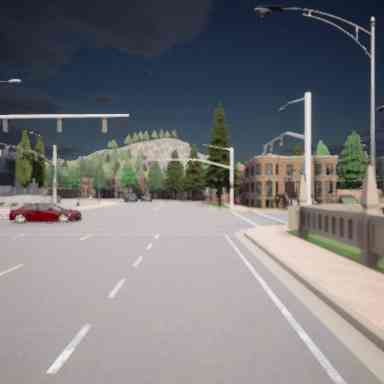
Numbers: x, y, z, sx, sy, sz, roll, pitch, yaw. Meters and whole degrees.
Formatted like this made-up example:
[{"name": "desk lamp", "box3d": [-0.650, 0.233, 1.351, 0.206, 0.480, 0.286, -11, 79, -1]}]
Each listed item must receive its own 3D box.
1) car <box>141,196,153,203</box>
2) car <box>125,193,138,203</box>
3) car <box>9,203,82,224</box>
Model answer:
[{"name": "car", "box3d": [-9.765, 1.539, 71.452, 1.837, 1.490, 4.892, 0, 0, -19]}, {"name": "car", "box3d": [-12.655, 1.263, 69.211, 2.150, 2.045, 5.566, 0, 0, -19]}, {"name": "car", "box3d": [-10.687, 1.548, 24.403, 5.008, 1.535, 1.882, 0, 0, 0]}]
